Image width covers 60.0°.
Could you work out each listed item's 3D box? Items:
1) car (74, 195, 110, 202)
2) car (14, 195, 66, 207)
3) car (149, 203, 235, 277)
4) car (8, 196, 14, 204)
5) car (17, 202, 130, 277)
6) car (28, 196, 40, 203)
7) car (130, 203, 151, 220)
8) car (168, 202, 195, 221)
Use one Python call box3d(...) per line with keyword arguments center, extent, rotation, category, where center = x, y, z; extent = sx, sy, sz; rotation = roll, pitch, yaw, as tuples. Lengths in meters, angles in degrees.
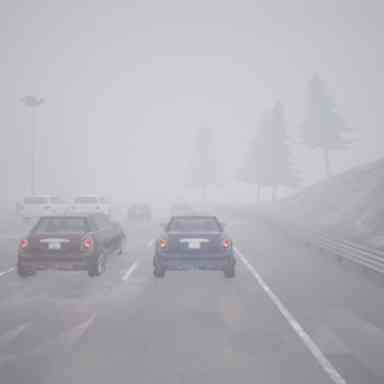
box3d(center=(-7.672, 1.253, 25.676), extent=(2.150, 2.045, 5.566), rotation=(0, 0, -5), category="car")
box3d(center=(-11.173, 1.258, 25.631), extent=(2.150, 2.045, 5.566), rotation=(0, 0, -5), category="car")
box3d(center=(0.029, 1.359, 10.467), extent=(2.097, 1.767, 4.553), rotation=(0, 0, -1), category="car")
box3d(center=(-34.737, 1.478, 65.130), extent=(1.812, 1.442, 4.674), rotation=(0, 0, -21), category="car")
box3d(center=(-3.470, 1.364, 10.452), extent=(2.097, 1.767, 4.553), rotation=(0, 0, -1), category="car")
box3d(center=(-31.483, 1.470, 66.421), extent=(1.812, 1.442, 4.674), rotation=(0, 0, -21), category="car")
box3d(center=(-4.509, 1.593, 28.864), extent=(1.994, 1.385, 4.181), rotation=(0, 0, -6), category="car")
box3d(center=(-0.966, 1.588, 28.671), extent=(1.994, 1.385, 4.181), rotation=(0, 0, -6), category="car")
